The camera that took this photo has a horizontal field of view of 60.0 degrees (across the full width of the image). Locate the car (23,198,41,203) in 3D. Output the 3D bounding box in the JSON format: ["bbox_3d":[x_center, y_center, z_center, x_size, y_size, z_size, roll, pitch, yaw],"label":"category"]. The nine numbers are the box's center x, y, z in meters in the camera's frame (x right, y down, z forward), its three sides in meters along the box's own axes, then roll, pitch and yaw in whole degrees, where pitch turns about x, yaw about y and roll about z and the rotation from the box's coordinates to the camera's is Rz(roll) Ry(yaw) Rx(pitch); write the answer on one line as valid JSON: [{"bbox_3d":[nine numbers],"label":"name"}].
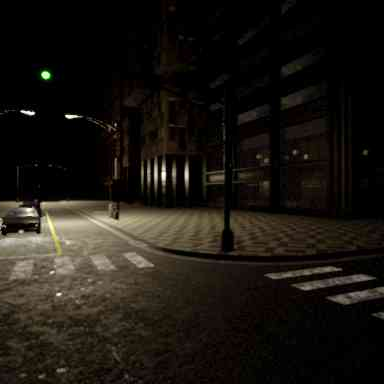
[{"bbox_3d":[-15.426,1.578,31.714,1.994,1.385,4.181,0,0,-25],"label":"car"}]

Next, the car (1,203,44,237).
[{"bbox_3d":[-9.470,1.554,18.722,2.033,1.411,5.357,0,0,-25],"label":"car"}]
